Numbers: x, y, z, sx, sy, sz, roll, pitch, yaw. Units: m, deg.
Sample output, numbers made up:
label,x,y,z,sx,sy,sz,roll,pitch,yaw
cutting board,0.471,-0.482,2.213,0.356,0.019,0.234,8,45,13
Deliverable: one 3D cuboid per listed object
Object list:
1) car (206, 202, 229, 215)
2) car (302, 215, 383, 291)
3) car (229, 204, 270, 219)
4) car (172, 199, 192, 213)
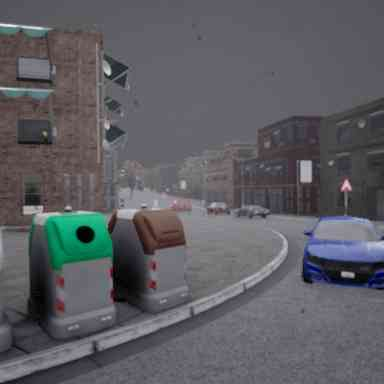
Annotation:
label,x,y,z,sx,sy,sz,roll,pitch,yaw
car,3.453,2.107,44.553,2.097,1.767,4.553,-1,-1,-15
car,4.260,1.433,9.280,1.882,1.535,5.008,0,1,23
car,6.070,1.982,34.309,2.033,1.411,5.357,-1,-2,-15
car,-1.625,2.120,51.548,2.150,2.045,5.566,-1,0,-14
